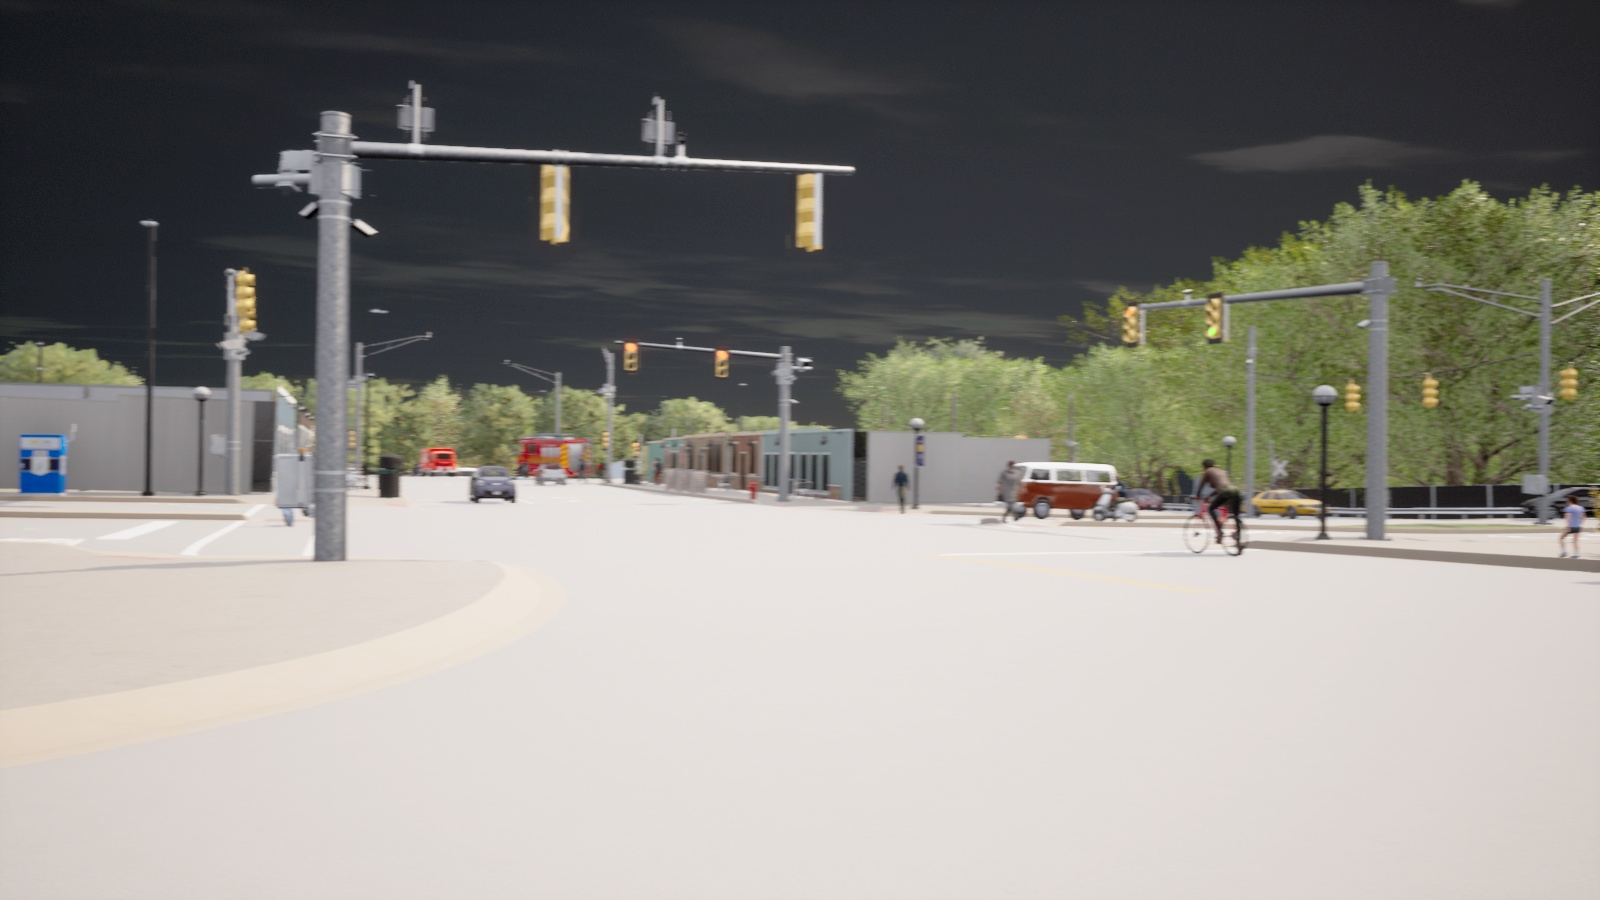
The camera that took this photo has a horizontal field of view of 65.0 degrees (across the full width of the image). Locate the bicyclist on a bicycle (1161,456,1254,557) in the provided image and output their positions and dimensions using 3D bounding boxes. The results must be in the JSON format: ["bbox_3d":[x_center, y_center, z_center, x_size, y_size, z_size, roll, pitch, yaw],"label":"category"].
[{"bbox_3d":[6.825,0.941,21.117,0.582,1.620,1.656,1,-2,-20],"label":"bicyclist on a bicycle"}]

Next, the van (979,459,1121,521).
[{"bbox_3d":[8.888,1.431,44.634,4.480,2.038,2.069,3,-2,-21],"label":"van"}]

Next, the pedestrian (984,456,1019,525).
[{"bbox_3d":[5.786,1.160,36.121,0.659,1.952,0.873,1,0,-19],"label":"pedestrian"}]

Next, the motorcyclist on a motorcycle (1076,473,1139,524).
[{"bbox_3d":[10.026,1.578,40.964,1.817,1.590,0.866,2,-1,-25],"label":"motorcyclist on a motorcycle"}]

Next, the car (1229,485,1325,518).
[{"bbox_3d":[24.426,2.616,64.548,1.801,1.575,5.366,0,-2,-15],"label":"car"}]

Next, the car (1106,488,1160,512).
[{"bbox_3d":[20.856,3.117,78.762,1.845,1.501,3.633,0,-2,-12],"label":"car"}]

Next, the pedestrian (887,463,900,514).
[{"bbox_3d":[3.396,1.391,45.490,0.370,1.835,0.726,1,0,10],"label":"pedestrian"}]

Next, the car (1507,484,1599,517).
[{"bbox_3d":[35.512,2.332,58.408,4.193,1.474,1.816,-1,-1,8],"label":"car"}]

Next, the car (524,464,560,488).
[{"bbox_3d":[-17.096,1.708,83.152,1.845,1.501,3.633,1,0,-20],"label":"car"}]

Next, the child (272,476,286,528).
[{"bbox_3d":[-12.716,1.270,30.657,0.270,1.263,0.437,1,0,-17],"label":"child"}]

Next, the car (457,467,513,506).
[{"bbox_3d":[-12.778,1.464,50.744,1.845,1.501,3.633,1,-1,-19],"label":"car"}]

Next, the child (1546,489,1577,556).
[{"bbox_3d":[12.873,1.214,21.235,0.255,1.110,0.394,1,0,-7],"label":"child"}]
